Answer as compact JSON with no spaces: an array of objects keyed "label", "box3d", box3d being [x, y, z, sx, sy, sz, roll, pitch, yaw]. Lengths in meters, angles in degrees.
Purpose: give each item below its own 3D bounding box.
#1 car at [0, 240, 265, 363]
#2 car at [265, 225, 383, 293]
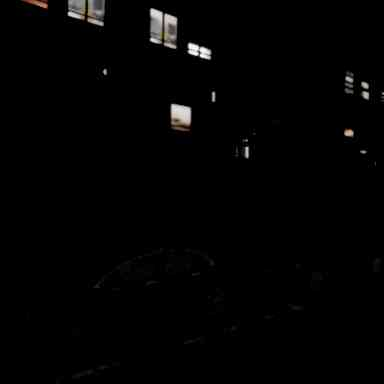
[{"label":"car","box3d":[-1.050,1.576,5.807,4.403,1.369,2.008,1,0,-35]},{"label":"car","box3d":[3.540,1.628,9.078,4.507,1.381,1.887,1,0,-35]}]
